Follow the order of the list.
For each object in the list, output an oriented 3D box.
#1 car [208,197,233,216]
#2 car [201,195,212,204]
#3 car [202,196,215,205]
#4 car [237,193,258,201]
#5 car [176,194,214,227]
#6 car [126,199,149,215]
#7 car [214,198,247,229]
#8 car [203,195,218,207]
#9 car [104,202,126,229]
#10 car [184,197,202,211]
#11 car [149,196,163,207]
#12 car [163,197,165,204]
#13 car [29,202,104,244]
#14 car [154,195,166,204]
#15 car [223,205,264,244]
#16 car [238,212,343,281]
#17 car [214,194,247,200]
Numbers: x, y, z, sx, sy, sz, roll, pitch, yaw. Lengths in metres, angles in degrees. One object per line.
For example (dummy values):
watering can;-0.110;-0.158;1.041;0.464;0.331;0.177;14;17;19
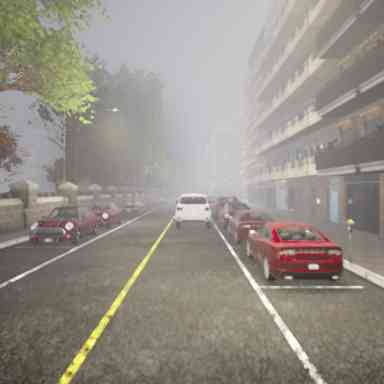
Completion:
car;2.673;1.327;32.096;1.967;1.590;4.097;0;0;0
car;2.658;1.328;60.418;1.752;1.417;4.829;0;0;0
car;2.662;1.384;54.617;1.947;1.339;4.313;0;0;0
car;14.571;1.326;87.246;5.009;1.841;2.192;1;-1;0
car;0.091;1.143;22.030;2.150;2.045;5.566;0;0;0
car;-5.707;1.438;32.091;2.008;1.369;4.403;0;0;0
car;2.679;1.365;20.835;1.967;1.590;4.097;0;0;0
car;2.664;1.274;48.986;1.967;1.590;4.097;0;0;0
car;-5.702;1.366;20.829;1.967;1.590;4.097;0;0;0
car;0.081;1.407;40.560;2.033;1.411;5.357;0;0;0
car;-5.716;1.360;48.811;1.752;1.417;4.829;0;0;0
car;-5.719;1.369;54.612;2.008;1.369;4.403;0;0;0
car;-5.699;1.385;15.201;1.967;1.590;4.097;0;0;0
car;-5.722;1.330;60.073;1.752;1.417;4.829;0;0;0
car;2.681;1.489;15.206;1.887;1.381;4.507;0;0;0
car;2.685;1.509;9.575;1.887;1.381;4.507;0;0;0
car;2.675;1.221;26.464;2.192;1.841;5.009;0;0;0
